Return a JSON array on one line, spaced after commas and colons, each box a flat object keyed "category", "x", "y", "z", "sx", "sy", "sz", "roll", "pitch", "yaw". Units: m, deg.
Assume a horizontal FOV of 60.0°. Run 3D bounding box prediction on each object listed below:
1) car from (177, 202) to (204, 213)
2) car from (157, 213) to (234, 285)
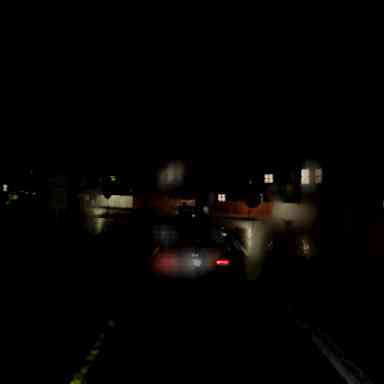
[{"category": "car", "x": -0.157, "y": 1.633, "z": 27.973, "sx": 2.128, "sy": 1.511, "sz": 4.902, "roll": 2, "pitch": -1, "yaw": -6}, {"category": "car", "x": 0.075, "y": 1.578, "z": 9.612, "sx": 2.033, "sy": 1.411, "sz": 5.357, "roll": 0, "pitch": 0, "yaw": 0}]
